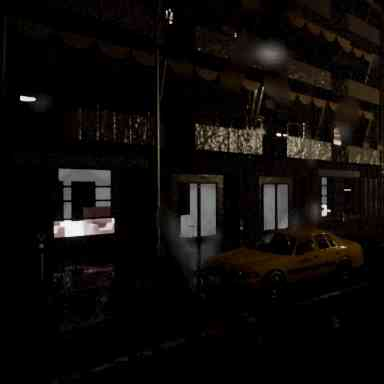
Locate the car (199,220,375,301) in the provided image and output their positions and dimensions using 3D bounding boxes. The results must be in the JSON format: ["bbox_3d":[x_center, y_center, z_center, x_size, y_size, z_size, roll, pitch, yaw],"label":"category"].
[{"bbox_3d":[2.408,1.526,8.296,4.829,1.417,1.752,0,0,-36],"label":"car"}]

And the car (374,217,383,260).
[{"bbox_3d":[7.039,1.546,11.611,4.507,1.381,1.887,0,0,-36],"label":"car"}]
